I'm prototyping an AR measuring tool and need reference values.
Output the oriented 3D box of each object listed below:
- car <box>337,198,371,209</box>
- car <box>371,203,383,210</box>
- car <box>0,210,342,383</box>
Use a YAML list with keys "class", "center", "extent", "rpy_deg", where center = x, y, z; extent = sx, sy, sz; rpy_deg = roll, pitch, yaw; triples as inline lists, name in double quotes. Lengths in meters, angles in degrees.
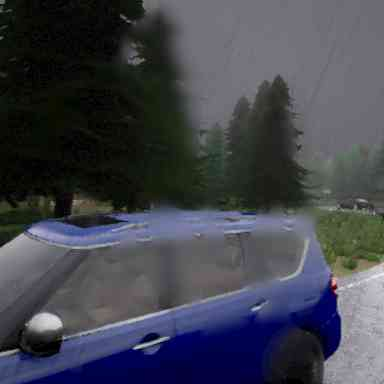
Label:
- class: "car"
  center: [19.343, 1.459, 39.713]
  extent: [1.882, 1.535, 5.008]
  rpy_deg: [5, 1, -13]
- class: "car"
  center: [16.635, 1.655, 26.757]
  extent: [2.033, 1.411, 5.357]
  rpy_deg: [4, 2, 10]
- class: "car"
  center: [-0.809, 1.238, 3.171]
  extent: [5.566, 2.045, 2.150]
  rpy_deg: [1, -1, -37]
